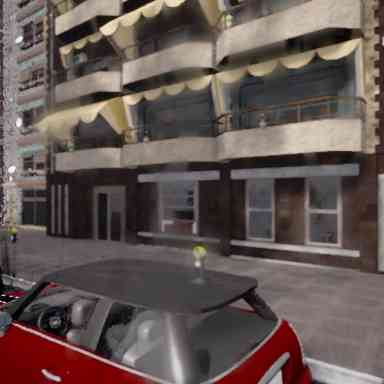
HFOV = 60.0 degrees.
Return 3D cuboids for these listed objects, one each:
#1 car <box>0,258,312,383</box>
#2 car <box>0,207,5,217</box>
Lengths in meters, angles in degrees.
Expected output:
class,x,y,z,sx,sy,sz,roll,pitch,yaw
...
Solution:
class,x,y,z,sx,sy,sz,roll,pitch,yaw
car,-0.974,1.465,3.569,4.097,1.590,1.967,-1,0,36
car,-21.892,2.303,40.132,1.887,1.381,4.507,-2,-2,35
